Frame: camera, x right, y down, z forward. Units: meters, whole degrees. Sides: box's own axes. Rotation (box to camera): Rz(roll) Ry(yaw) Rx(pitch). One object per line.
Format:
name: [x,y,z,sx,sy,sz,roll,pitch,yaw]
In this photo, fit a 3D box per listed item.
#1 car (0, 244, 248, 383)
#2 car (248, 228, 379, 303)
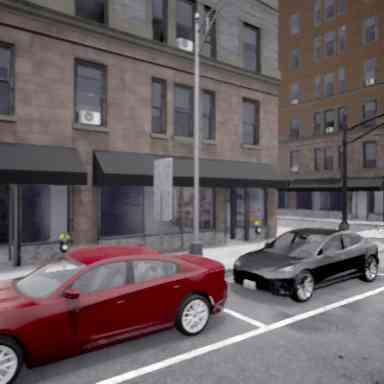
car: [-1.478,1.555,5.135,4.507,1.381,1.887,0,0,-36]
car: [3.002,1.609,8.343,4.313,1.339,1.947,0,0,-36]
